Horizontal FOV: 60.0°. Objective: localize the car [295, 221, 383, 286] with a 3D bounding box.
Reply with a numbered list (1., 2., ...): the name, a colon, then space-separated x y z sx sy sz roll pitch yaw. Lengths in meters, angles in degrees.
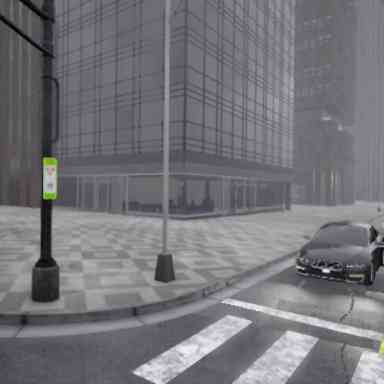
1. car: 4.664 1.693 10.117 1.837 1.490 4.892 1 0 35
